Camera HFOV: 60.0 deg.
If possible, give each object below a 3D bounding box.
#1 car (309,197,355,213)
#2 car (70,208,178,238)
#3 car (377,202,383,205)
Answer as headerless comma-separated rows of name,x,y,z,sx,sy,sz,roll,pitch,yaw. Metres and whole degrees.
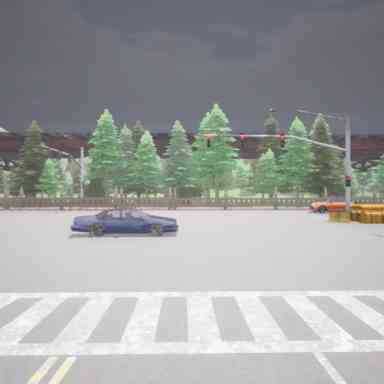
car,14.912,1.352,35.534,4.553,1.767,2.097,0,0,-2
car,-3.416,1.547,17.261,5.357,1.411,2.033,0,0,-2
car,16.876,1.564,28.586,4.181,1.385,1.994,0,0,-2
